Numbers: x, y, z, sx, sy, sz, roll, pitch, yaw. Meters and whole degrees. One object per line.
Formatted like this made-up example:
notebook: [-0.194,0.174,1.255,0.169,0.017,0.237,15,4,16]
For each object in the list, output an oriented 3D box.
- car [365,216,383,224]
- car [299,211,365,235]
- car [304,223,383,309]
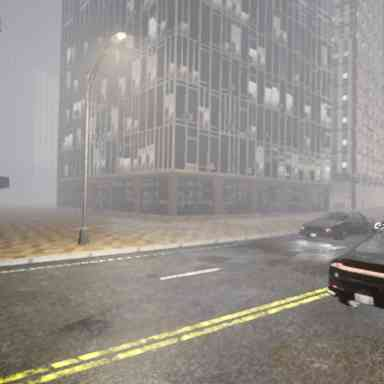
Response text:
car: [10.341,1.515,15.602,4.553,1.767,2.097,1,-1,-39]
car: [7.977,1.718,17.826,5.357,1.411,2.033,0,-1,-39]
car: [4.785,1.567,6.919,4.902,1.511,2.128,1,-1,-36]
